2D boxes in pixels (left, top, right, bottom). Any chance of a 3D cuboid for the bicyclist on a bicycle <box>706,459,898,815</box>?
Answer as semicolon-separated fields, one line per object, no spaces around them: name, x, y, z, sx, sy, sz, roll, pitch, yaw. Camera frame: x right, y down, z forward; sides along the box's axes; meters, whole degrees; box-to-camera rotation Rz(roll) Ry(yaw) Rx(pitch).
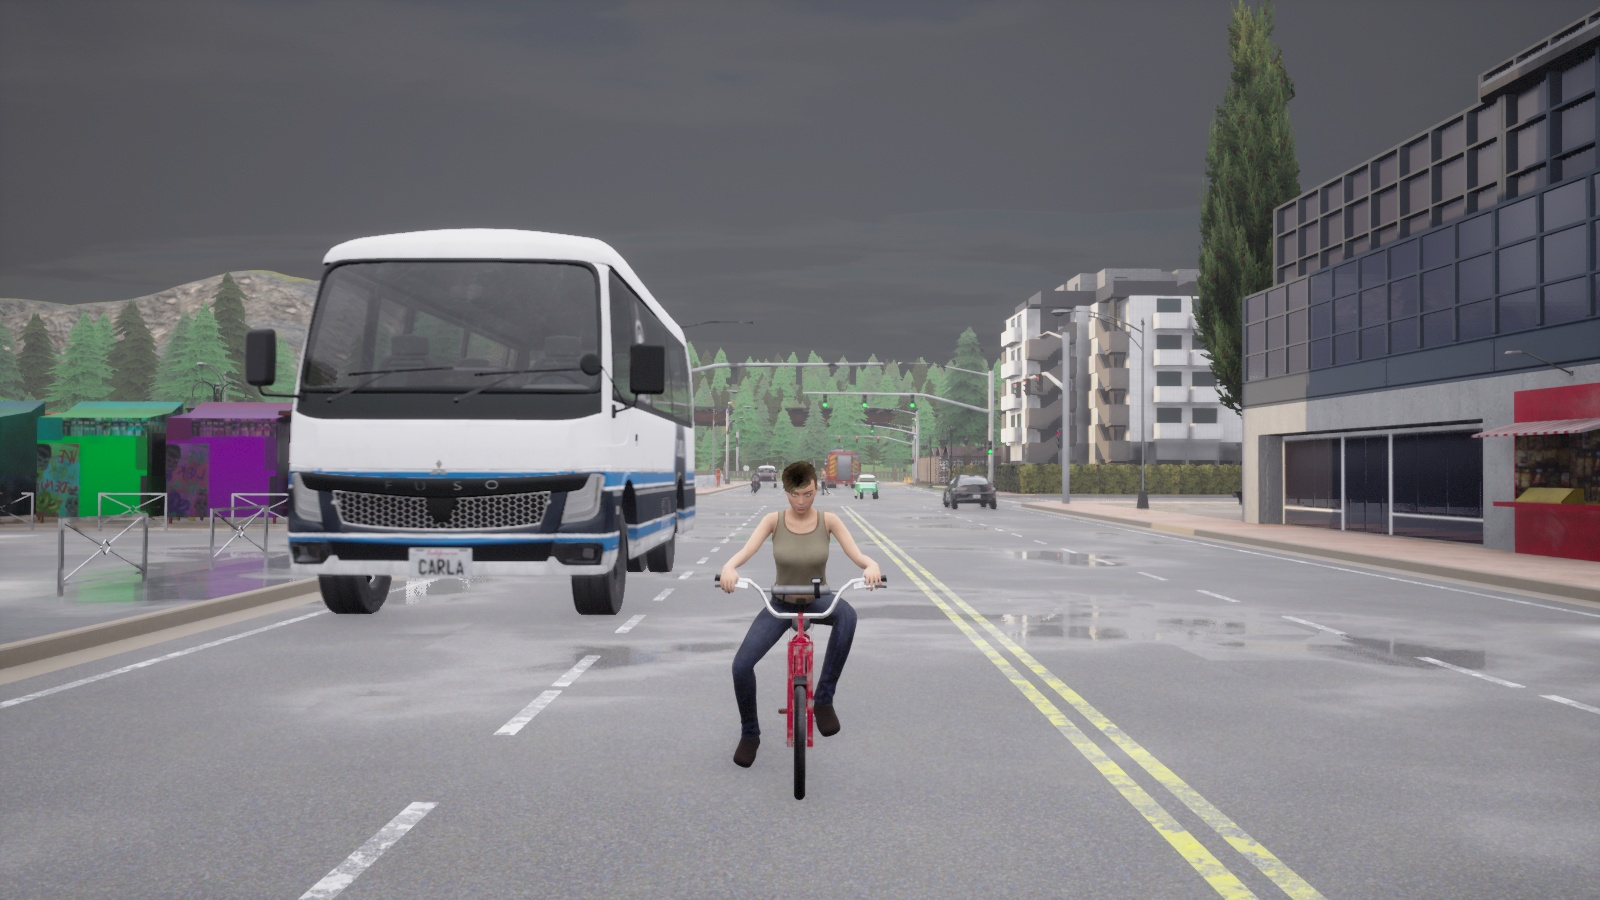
bicyclist on a bicycle;0.010;0.859;6.460;0.866;1.612;1.509;0;-1;0

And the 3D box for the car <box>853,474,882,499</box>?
car;3.792;2.042;70.902;1.481;1.376;2.207;0;-1;0

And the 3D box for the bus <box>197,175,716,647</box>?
bus;-3.451;-0.272;16.491;3.944;4.253;10.273;0;-1;0

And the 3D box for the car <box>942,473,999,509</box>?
car;7.217;1.707;53.487;1.812;1.442;4.674;0;-1;0
